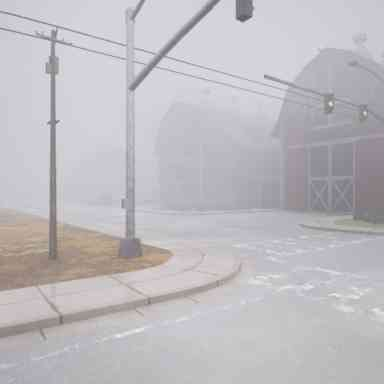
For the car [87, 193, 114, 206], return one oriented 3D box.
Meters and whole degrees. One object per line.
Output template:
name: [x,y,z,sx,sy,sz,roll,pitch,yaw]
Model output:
car: [-13.869,1.116,50.556,3.866,1.878,1.905,-2,5,11]
